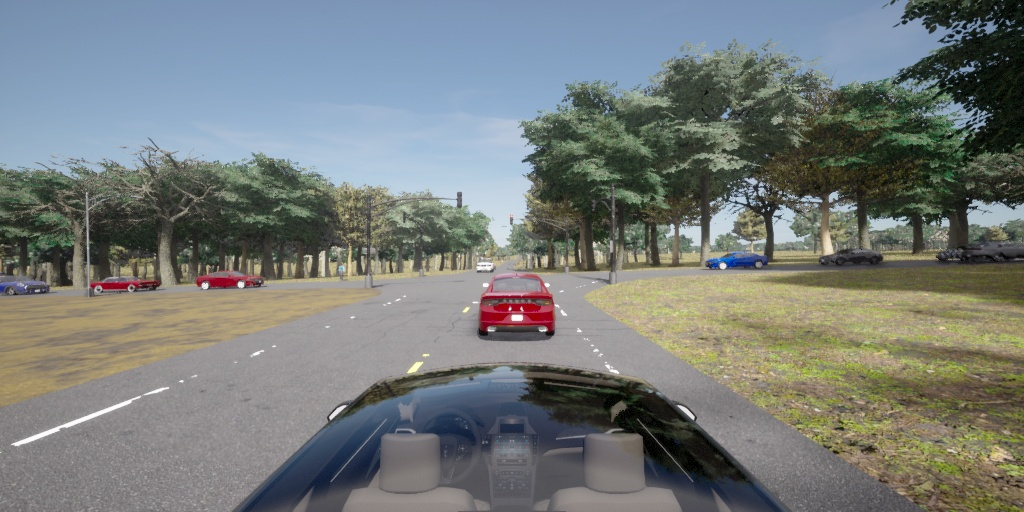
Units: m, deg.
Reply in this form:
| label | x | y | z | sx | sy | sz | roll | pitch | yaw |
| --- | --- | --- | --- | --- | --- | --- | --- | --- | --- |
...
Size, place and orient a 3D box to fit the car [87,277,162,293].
| label | x | y | z | sx | sy | sz | roll | pitch | yaw |
| --- | --- | --- | --- | --- | --- | --- | --- | --- | --- |
| car | -33.048 | 2.418 | 30.675 | 4.718 | 1.301 | 1.895 | -2 | -1 | 3 |

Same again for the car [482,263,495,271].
| label | x | y | z | sx | sy | sz | roll | pitch | yaw |
| --- | --- | --- | --- | --- | --- | --- | --- | --- | --- |
| car | -4.090 | 1.912 | 62.998 | 1.994 | 1.385 | 4.181 | 0 | -1 | 0 |

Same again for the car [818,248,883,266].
| label | x | y | z | sx | sy | sz | roll | pitch | yaw |
| --- | --- | --- | --- | --- | --- | --- | --- | --- | --- |
| car | 29.861 | 0.053 | 31.673 | 4.674 | 1.442 | 1.812 | -2 | -1 | 2 |

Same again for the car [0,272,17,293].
| label | x | y | z | sx | sy | sz | roll | pitch | yaw |
| --- | --- | --- | --- | --- | --- | --- | --- | --- | --- |
| car | -52.821 | 2.703 | 35.270 | 5.566 | 2.045 | 2.150 | -2 | -1 | 3 |

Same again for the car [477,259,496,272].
| label | x | y | z | sx | sy | sz | roll | pitch | yaw |
| --- | --- | --- | --- | --- | --- | --- | --- | --- | --- |
| car | -3.924 | 1.395 | 53.047 | 2.150 | 2.045 | 5.566 | 0 | -1 | 1 |

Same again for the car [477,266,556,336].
| label | x | y | z | sx | sy | sz | roll | pitch | yaw |
| --- | --- | --- | --- | --- | --- | --- | --- | --- | --- |
| car | 0.127 | 1.230 | 10.484 | 1.882 | 1.535 | 5.008 | 0 | 0 | 0 |

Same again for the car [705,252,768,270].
| label | x | y | z | sx | sy | sz | roll | pitch | yaw |
| --- | --- | --- | --- | --- | --- | --- | --- | --- | --- |
| car | 20.001 | 0.394 | 32.089 | 5.008 | 1.535 | 1.882 | -2 | -1 | 2 |

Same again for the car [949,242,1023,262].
| label | x | y | z | sx | sy | sz | roll | pitch | yaw |
| --- | --- | --- | --- | --- | --- | --- | --- | --- | --- |
| car | 37.782 | -0.324 | 27.641 | 4.902 | 1.511 | 2.128 | -2 | -1 | 2 |

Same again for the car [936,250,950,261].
| label | x | y | z | sx | sy | sz | roll | pitch | yaw |
| --- | --- | --- | --- | --- | --- | --- | --- | --- | --- |
| car | 40.038 | -0.336 | 31.226 | 4.674 | 1.442 | 1.812 | -2 | -1 | 2 |

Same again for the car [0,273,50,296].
| label | x | y | z | sx | sy | sz | roll | pitch | yaw |
| --- | --- | --- | --- | --- | --- | --- | --- | --- | --- |
| car | -43.328 | 2.503 | 31.167 | 4.553 | 1.767 | 2.097 | -2 | -1 | 3 |

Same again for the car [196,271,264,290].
| label | x | y | z | sx | sy | sz | roll | pitch | yaw |
| --- | --- | --- | --- | --- | --- | --- | --- | --- | --- |
| car | -23.690 | 1.976 | 30.255 | 5.008 | 1.535 | 1.882 | -2 | -1 | 2 |

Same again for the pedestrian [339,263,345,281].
| label | x | y | z | sx | sy | sz | roll | pitch | yaw |
| --- | --- | --- | --- | --- | --- | --- | --- | --- | --- |
| pedestrian | -17.914 | 1.669 | 37.603 | 0.375 | 1.860 | 0.375 | 0 | 1 | 3 |
